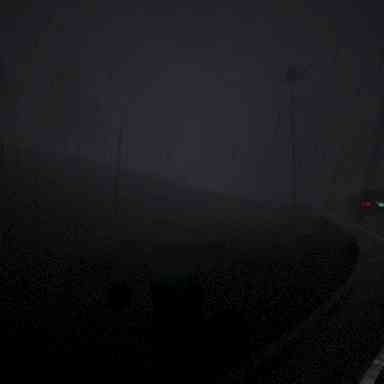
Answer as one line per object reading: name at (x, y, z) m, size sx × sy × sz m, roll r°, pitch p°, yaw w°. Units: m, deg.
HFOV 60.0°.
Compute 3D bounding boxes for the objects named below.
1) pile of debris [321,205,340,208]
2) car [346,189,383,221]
pile of debris at (15.437, 1.620, 37.085) m, size 1.500 × 0.140 × 1.860 m, roll -1°, pitch 0°, yaw 9°
car at (12.212, 0.833, 22.876) m, size 2.150 × 2.045 × 5.566 m, roll -1°, pitch 1°, yaw 14°
